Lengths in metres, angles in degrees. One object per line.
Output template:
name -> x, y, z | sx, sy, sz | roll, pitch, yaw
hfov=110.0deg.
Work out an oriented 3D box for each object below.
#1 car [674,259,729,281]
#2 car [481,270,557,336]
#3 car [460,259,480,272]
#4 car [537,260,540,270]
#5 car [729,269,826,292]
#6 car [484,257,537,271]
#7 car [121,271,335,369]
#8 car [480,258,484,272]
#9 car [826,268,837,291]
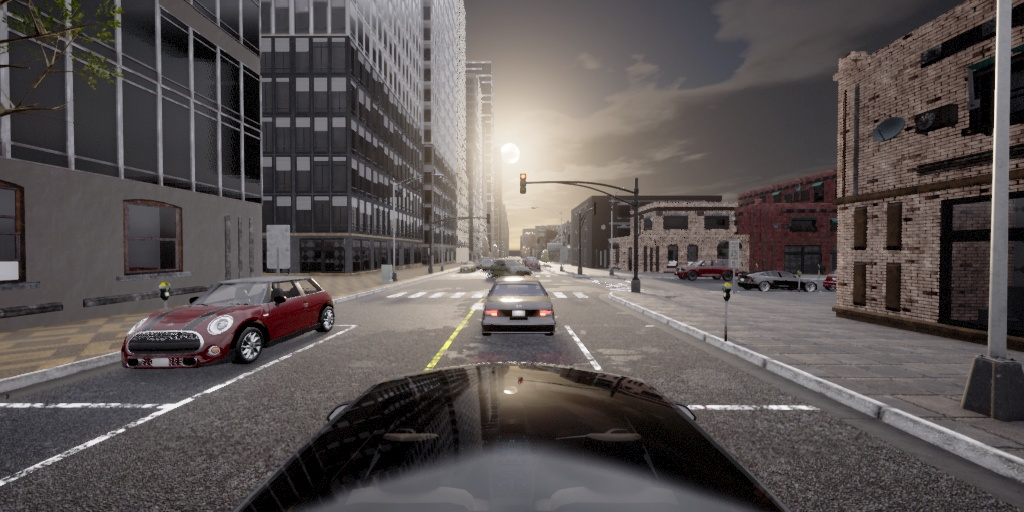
car -> 16.710, 1.163, 30.879 | 5.009, 1.841, 2.192 | 0, 0, 1
car -> 0.157, 1.295, 10.338 | 2.033, 1.411, 5.357 | 0, 0, 0
car -> -5.539, 1.264, 45.552 | 1.751, 1.417, 4.829 | 0, 0, 0
car -> 3.018, 1.178, 51.254 | 1.967, 1.591, 4.097 | 0, 0, 0
car -> 16.548, 1.546, 22.501 | 4.313, 1.339, 1.948 | 0, 0, 1
car -> -0.231, 1.093, 30.372 | 2.097, 1.767, 4.553 | 0, 0, -30
car -> -5.654, 1.188, 7.774 | 1.967, 1.591, 4.097 | 0, 0, 0
car -> -2.807, 1.286, 46.072 | 2.033, 1.411, 5.357 | 0, 0, 0
car -> 22.095, 1.472, 22.393 | 4.097, 1.591, 1.967 | 0, 0, 1
